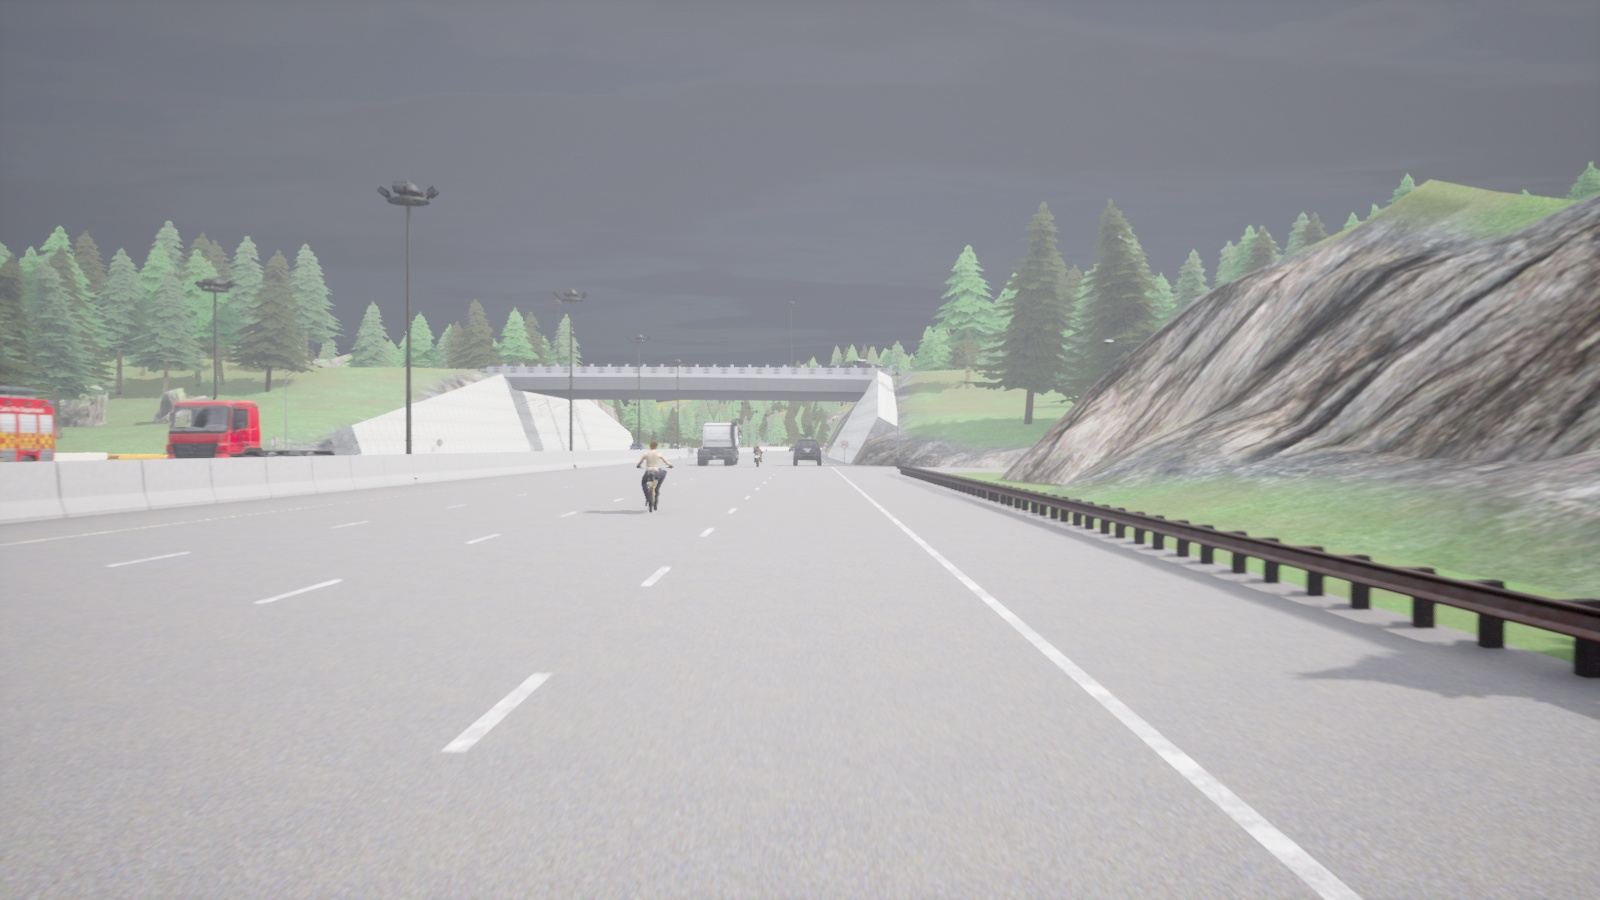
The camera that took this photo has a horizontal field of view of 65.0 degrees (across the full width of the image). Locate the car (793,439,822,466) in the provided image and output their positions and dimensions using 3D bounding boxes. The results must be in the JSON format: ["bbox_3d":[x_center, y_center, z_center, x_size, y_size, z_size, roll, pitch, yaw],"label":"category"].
[{"bbox_3d":[0.571,0.172,96.870,2.150,2.045,5.566,0,0,0],"label":"car"}]

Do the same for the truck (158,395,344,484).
[{"bbox_3d":[-22.814,-0.414,52.796,2.891,3.462,7.936,0,0,14],"label":"truck"}]

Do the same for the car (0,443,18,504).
[{"bbox_3d":[-20.815,0.587,29.562,2.007,1.525,4.514,0,0,0],"label":"car"}]

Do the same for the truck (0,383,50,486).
[{"bbox_3d":[-31.223,-0.582,45.576,2.891,3.827,8.468,0,0,0],"label":"truck"}]

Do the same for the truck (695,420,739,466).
[{"bbox_3d":[-6.419,-0.540,98.548,2.891,3.462,7.936,0,0,0],"label":"truck"}]

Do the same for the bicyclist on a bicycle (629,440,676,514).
[{"bbox_3d":[-3.317,0.595,28.367,0.866,1.612,1.509,0,0,0],"label":"bicyclist on a bicycle"}]
